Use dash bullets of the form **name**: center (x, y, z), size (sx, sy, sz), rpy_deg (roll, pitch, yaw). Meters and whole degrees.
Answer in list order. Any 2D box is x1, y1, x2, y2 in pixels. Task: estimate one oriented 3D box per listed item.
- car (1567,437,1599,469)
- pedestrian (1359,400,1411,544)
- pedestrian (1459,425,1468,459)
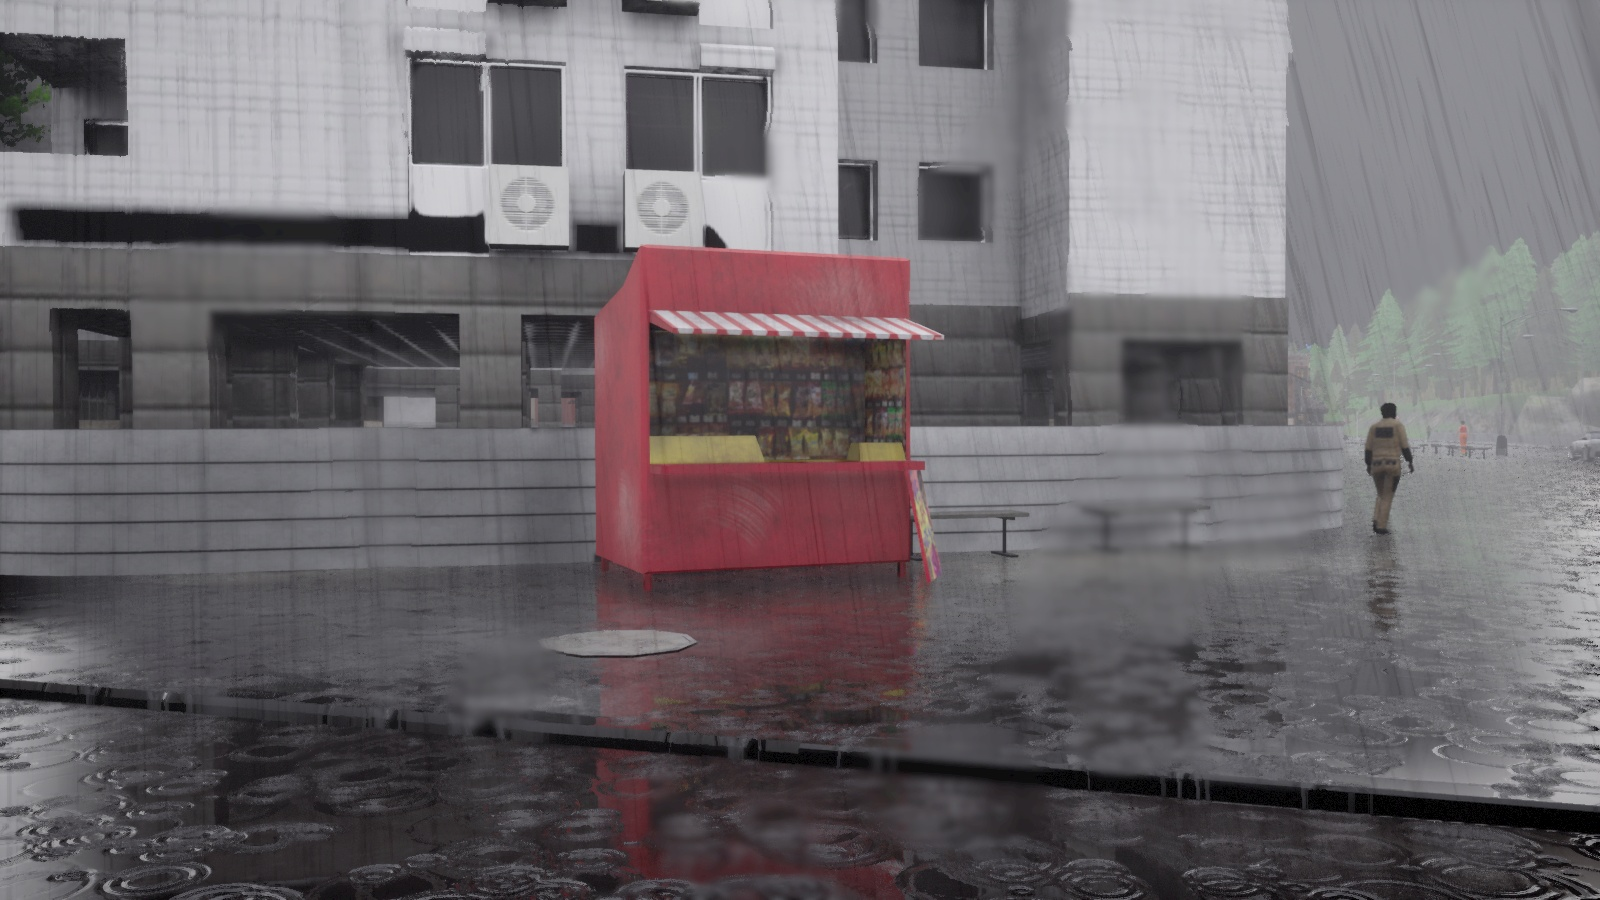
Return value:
- **car**: center (36.527, 0.115, 57.024), size (1.994, 1.385, 4.181), rpy_deg (1, 1, 18)
- **pedestrian**: center (8.054, 0.290, 17.285), size (0.692, 1.930, 0.396), rpy_deg (-1, 1, -44)
- **pedestrian**: center (36.479, -0.432, 69.058), size (0.345, 1.836, 0.594), rpy_deg (1, 1, 18)
